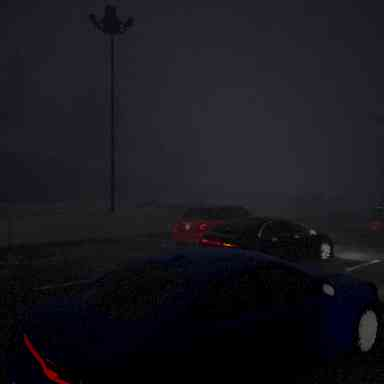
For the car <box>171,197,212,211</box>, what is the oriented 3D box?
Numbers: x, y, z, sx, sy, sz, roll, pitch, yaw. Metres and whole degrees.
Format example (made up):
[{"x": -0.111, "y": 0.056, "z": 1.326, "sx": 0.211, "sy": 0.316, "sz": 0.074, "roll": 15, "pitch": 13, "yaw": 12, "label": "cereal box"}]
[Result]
[{"x": 0.018, "y": 1.440, "z": 40.520, "sx": 4.902, "sy": 1.511, "sz": 2.128, "roll": 0, "pitch": 0, "yaw": -43, "label": "car"}]

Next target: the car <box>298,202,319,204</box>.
[{"x": 17.005, "y": 1.074, "z": 47.899, "sx": 2.150, "sy": 2.045, "sz": 5.566, "roll": 0, "pitch": 0, "yaw": 42, "label": "car"}]

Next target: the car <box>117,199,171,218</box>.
[{"x": -4.522, "y": 1.484, "z": 31.757, "sx": 4.892, "sy": 1.490, "sz": 1.837, "roll": -1, "pitch": 1, "yaw": -41, "label": "car"}]

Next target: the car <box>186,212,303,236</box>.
[{"x": 2.409, "y": 1.481, "z": 10.101, "sx": 4.892, "sy": 1.490, "sz": 1.837, "roll": 0, "pitch": 0, "yaw": -38, "label": "car"}]

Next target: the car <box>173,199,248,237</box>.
[{"x": 1.507, "y": 1.327, "z": 13.848, "sx": 4.553, "sy": 1.767, "sz": 2.097, "roll": 0, "pitch": 0, "yaw": -38, "label": "car"}]

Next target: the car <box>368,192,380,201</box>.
[{"x": 39.940, "y": 0.928, "z": 72.964, "sx": 2.150, "sy": 2.045, "sz": 5.566, "roll": 0, "pitch": 0, "yaw": 31, "label": "car"}]

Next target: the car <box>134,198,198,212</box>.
[{"x": -1.656, "y": 1.454, "z": 25.015, "sx": 5.008, "sy": 1.535, "sz": 1.882, "roll": 0, "pitch": 0, "yaw": -40, "label": "car"}]

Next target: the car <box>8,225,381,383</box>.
[{"x": 0.519, "y": 1.471, "z": 4.257, "sx": 5.008, "sy": 1.535, "sz": 1.882, "roll": 0, "pitch": 0, "yaw": -36, "label": "car"}]

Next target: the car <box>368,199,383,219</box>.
[{"x": 16.205, "y": 1.376, "z": 26.695, "sx": 4.902, "sy": 1.511, "sz": 2.128, "roll": 0, "pitch": 0, "yaw": -44, "label": "car"}]
